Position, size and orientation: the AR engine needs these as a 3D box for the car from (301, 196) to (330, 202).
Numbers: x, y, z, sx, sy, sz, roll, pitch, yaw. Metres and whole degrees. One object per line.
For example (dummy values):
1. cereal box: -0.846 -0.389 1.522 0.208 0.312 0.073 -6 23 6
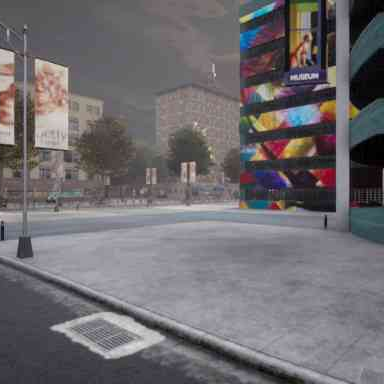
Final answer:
1. car: 14.255 1.320 39.330 2.002 1.452 4.674 0 0 43

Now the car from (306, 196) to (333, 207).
1. car: 19.579 1.413 51.052 2.161 1.482 4.786 0 0 43
